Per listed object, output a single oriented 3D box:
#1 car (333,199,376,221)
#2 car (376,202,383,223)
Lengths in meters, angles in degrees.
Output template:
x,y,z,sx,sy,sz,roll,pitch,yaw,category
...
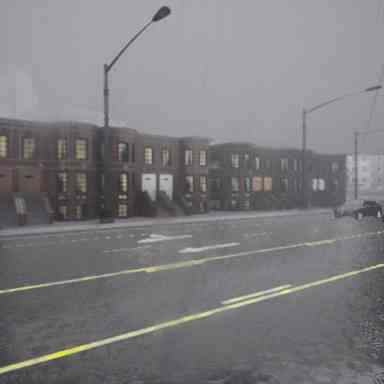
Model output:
x,y,z,sx,sy,sz,roll,pitch,yaw,category
13.077,1.346,26.090,4.892,1.490,1.837,0,0,-35,car
15.109,1.376,23.241,4.674,1.442,1.812,0,0,-35,car
